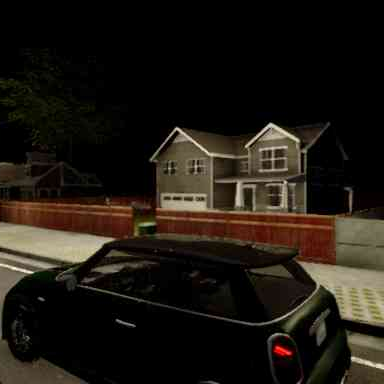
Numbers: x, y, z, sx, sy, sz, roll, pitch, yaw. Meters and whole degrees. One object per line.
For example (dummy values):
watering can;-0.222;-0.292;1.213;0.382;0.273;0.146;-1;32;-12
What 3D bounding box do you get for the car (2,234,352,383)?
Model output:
car;-0.508;1.348;4.360;4.553;1.767;2.097;0;0;36
